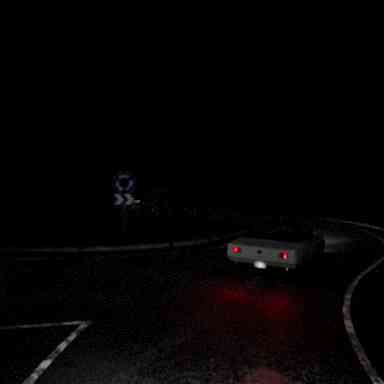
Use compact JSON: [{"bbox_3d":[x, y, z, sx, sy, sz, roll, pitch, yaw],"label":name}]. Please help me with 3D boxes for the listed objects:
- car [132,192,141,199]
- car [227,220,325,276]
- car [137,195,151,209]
[{"bbox_3d":[-13.537,0.954,80.818,2.150,2.045,5.566,0,1,-6],"label":"car"},{"bbox_3d":[2.895,1.553,10.487,1.895,1.301,4.718,2,2,30],"label":"car"},{"bbox_3d":[-6.262,1.551,46.173,2.033,1.411,5.357,0,0,-10],"label":"car"}]
